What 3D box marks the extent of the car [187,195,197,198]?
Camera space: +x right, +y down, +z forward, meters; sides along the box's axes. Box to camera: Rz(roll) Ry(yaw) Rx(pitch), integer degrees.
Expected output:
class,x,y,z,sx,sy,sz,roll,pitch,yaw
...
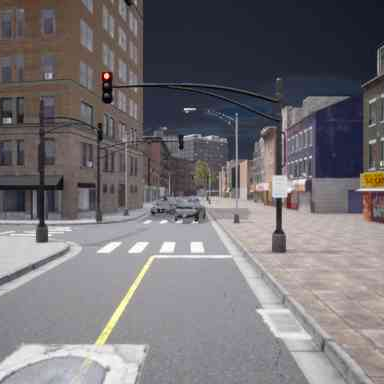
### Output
class,x,y,z,sx,sy,sz,roll,pitch,yaw
car,0.131,1.369,59.367,2.097,1.767,4.553,0,0,0

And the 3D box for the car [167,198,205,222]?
class,x,y,z,sx,sy,sz,roll,pitch,yaw
car,-0.110,1.493,26.183,2.128,1.511,4.902,0,0,10

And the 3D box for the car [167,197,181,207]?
class,x,y,z,sx,sy,sz,roll,pitch,yaw
car,-2.815,1.560,52.710,2.033,1.411,5.357,0,0,0

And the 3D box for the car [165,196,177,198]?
class,x,y,z,sx,sy,sz,roll,pitch,yaw
car,-2.824,1.360,42.087,2.097,1.767,4.553,0,0,0

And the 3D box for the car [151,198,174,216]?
class,x,y,z,sx,sy,sz,roll,pitch,yaw
car,-2.832,1.568,32.315,1.994,1.385,4.181,0,0,0
